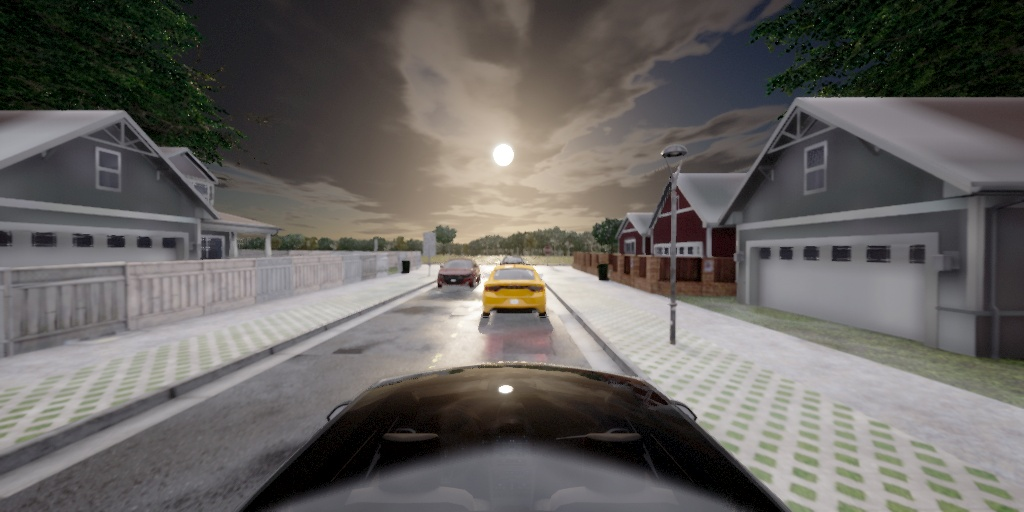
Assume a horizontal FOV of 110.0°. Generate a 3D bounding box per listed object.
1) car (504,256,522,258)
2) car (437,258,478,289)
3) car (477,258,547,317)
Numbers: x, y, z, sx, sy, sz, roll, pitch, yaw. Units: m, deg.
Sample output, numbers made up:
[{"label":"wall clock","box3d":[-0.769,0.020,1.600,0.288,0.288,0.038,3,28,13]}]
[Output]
[{"label":"car","box3d":[0.072,0.721,27.161,1.882,1.535,5.008,0,1,0]},{"label":"car","box3d":[-2.841,0.863,19.878,1.882,1.535,5.008,0,1,0]},{"label":"car","box3d":[0.074,1.018,12.108,1.882,1.535,5.008,0,1,0]}]
